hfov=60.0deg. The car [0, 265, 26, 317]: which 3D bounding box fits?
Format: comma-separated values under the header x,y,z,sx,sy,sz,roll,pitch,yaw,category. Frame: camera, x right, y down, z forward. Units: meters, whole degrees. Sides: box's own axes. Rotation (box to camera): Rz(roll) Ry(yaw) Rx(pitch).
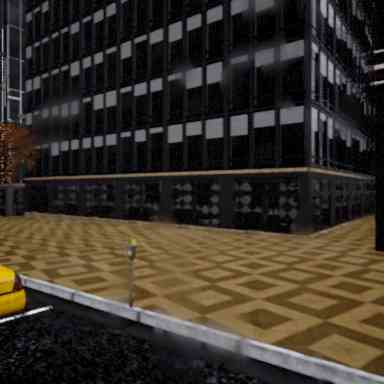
x,y,z,sx,sy,sz,roll,pitch,yaw,category
-5.292,1.546,6.488,5.366,1.575,1.801,-1,0,37,car
